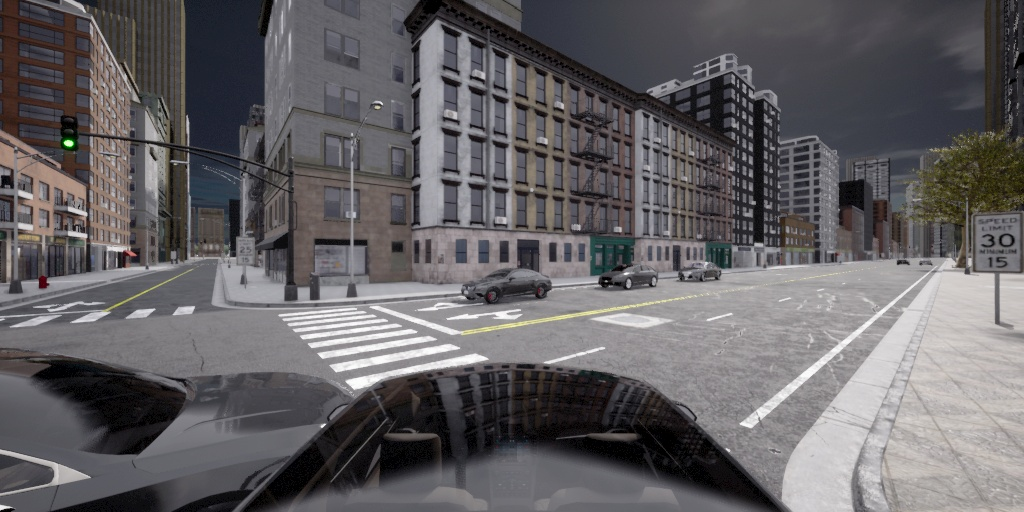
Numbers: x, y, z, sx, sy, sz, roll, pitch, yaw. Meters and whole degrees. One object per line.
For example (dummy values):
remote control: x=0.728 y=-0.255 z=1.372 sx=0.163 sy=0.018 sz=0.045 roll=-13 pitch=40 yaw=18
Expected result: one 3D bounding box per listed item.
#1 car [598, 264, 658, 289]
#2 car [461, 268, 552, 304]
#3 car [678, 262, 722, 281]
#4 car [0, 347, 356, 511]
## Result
car: x=7.513 y=1.257 z=22.957 sx=4.892 sy=1.490 sz=1.837 roll=0 pitch=0 yaw=-39
car: x=-0.140 y=1.286 z=16.686 sx=4.674 sy=1.442 sz=1.812 roll=0 pitch=0 yaw=-39
car: x=15.484 y=1.234 z=29.476 sx=4.902 sy=1.511 sz=2.128 roll=0 pitch=0 yaw=-39
car: x=-3.233 y=1.257 z=1.695 sx=4.892 sy=1.490 sz=1.837 roll=0 pitch=0 yaw=-35
